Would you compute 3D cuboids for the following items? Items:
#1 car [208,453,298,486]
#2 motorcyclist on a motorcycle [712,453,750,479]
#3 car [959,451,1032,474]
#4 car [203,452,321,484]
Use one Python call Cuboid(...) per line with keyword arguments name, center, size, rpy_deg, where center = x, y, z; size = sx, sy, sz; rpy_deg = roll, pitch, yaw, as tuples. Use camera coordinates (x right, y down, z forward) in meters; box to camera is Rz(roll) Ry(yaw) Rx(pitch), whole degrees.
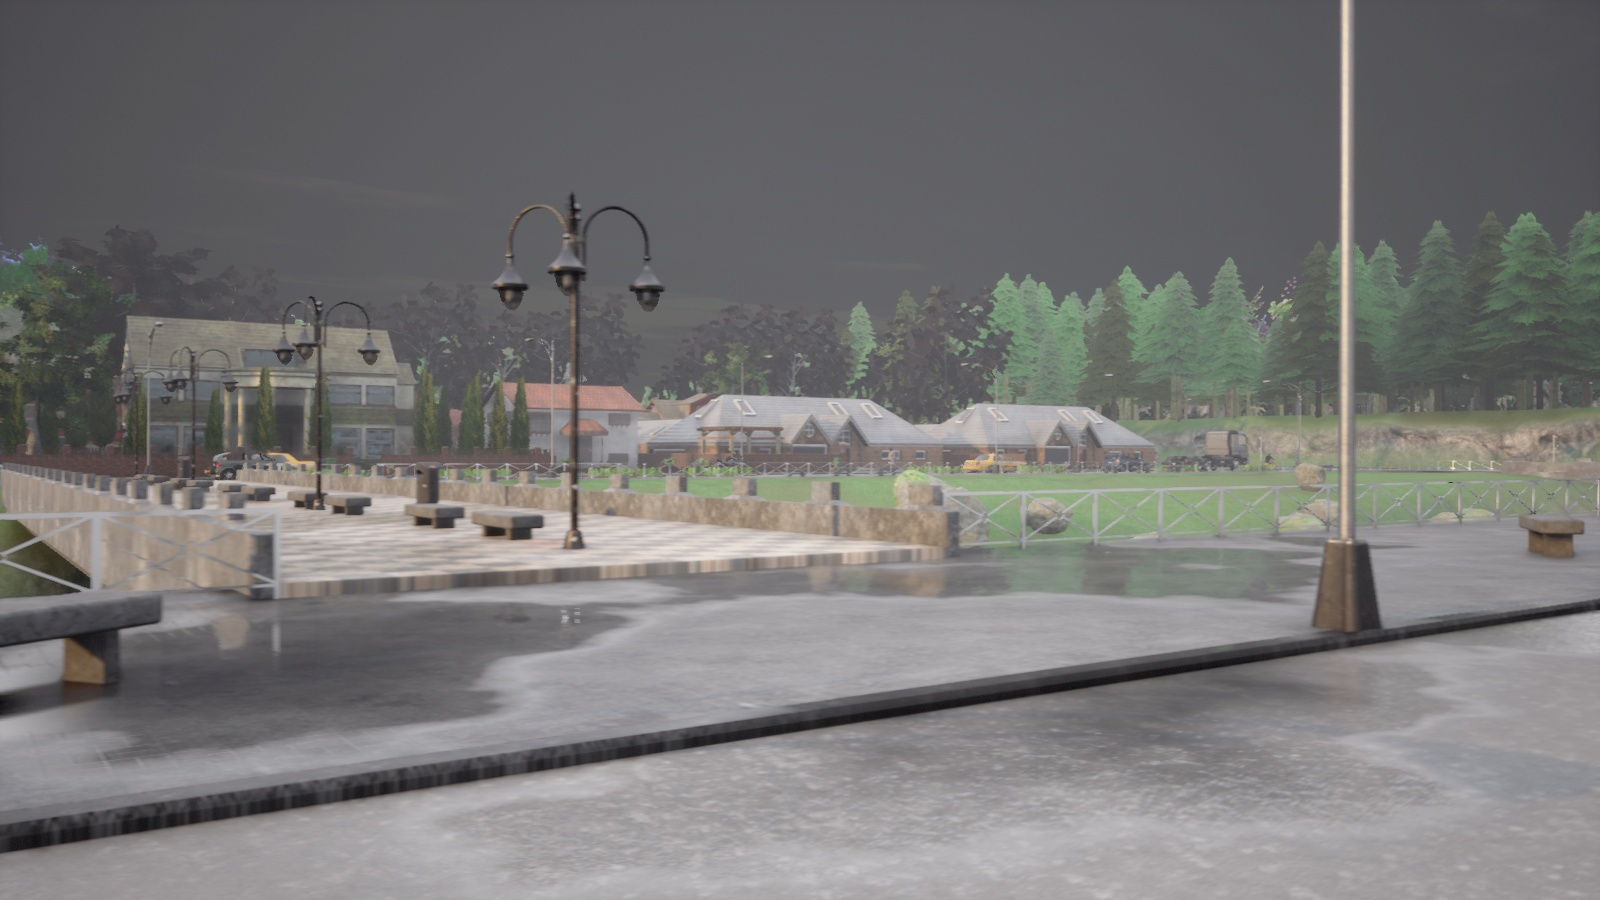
Cuboid(name="car", center=(-26.529, 0.929, 60.952), size=(3.705, 1.549, 1.789), rpy_deg=(0, 0, -35))
Cuboid(name="motorcyclist on a motorcycle", center=(-4.182, 0.976, 76.499), size=(2.191, 1.530, 0.866), rpy_deg=(0, 0, -35))
Cuboid(name="car", center=(13.896, 0.873, 89.076), size=(5.366, 1.575, 1.801), rpy_deg=(0, 0, -35))
Cuboid(name="car", center=(-27.789, 0.902, 64.949), size=(5.366, 1.575, 1.801), rpy_deg=(0, 0, -35))
